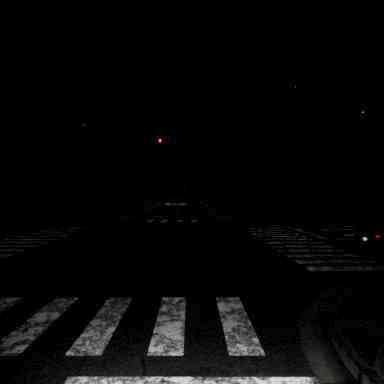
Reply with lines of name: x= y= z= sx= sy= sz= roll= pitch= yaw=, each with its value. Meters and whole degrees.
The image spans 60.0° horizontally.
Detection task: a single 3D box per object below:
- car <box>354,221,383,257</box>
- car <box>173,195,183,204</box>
car: x=7.715 y=1.526 z=11.019 sx=4.181 sy=1.385 sz=1.994 roll=0 pitch=-1 yaw=0
car: x=-2.896 y=1.497 z=69.348 sx=2.097 sy=1.767 sz=4.553 roll=0 pitch=0 yaw=0
